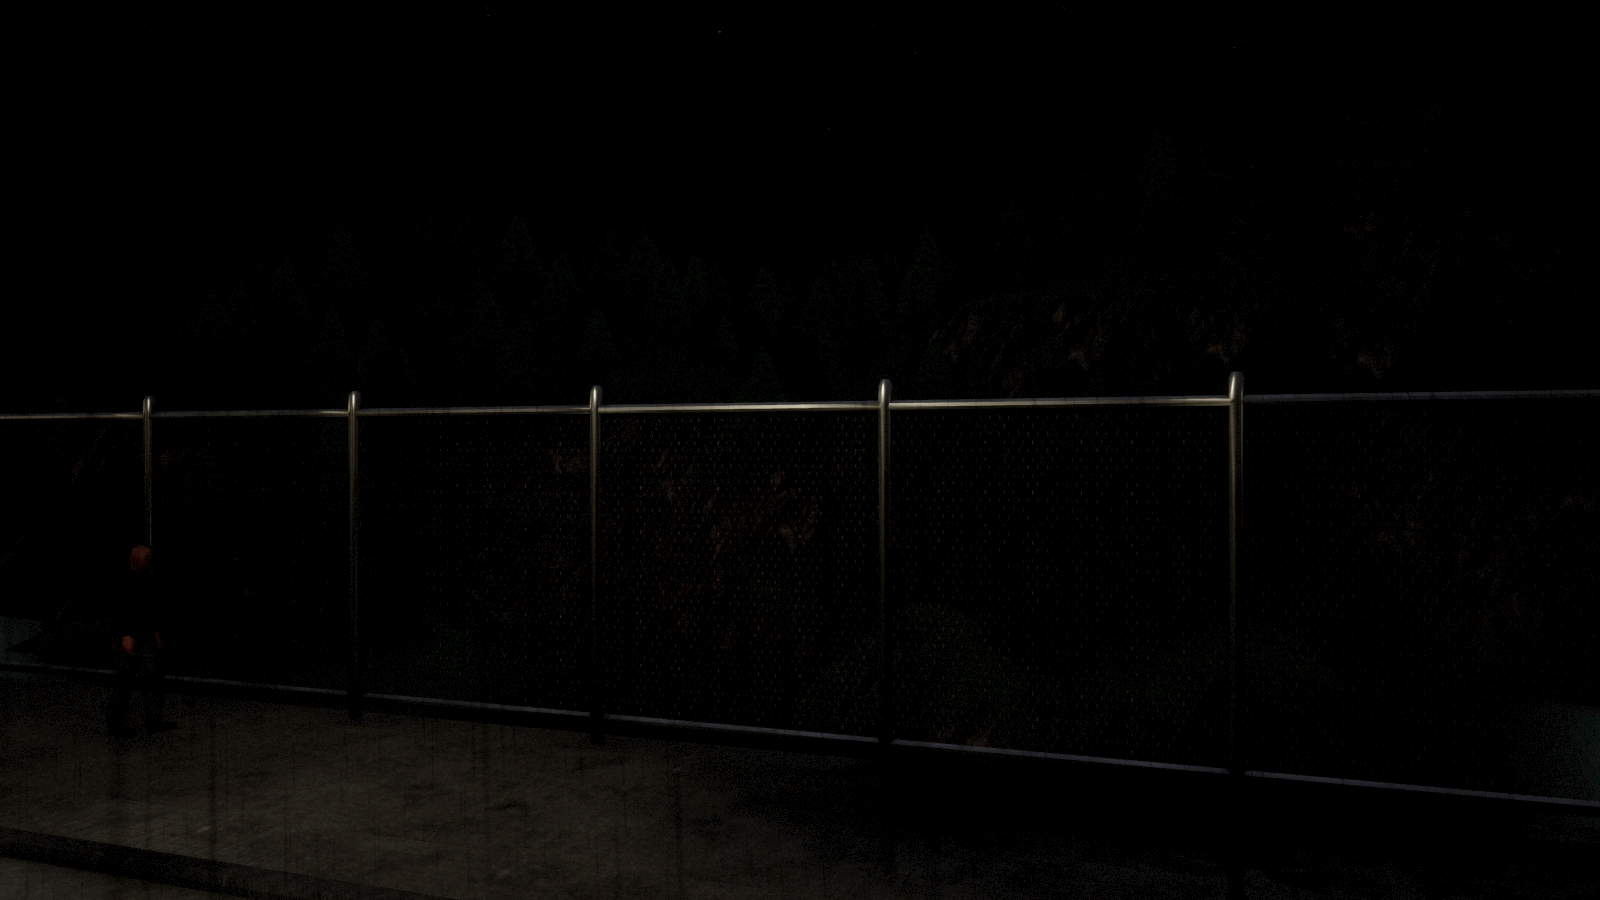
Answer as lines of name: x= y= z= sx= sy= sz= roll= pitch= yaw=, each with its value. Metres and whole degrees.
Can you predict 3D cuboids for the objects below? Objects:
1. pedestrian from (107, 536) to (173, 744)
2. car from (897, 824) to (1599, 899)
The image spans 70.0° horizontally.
pedestrian: x=-6.125 y=1.748 z=10.615 sx=0.375 sy=1.860 sz=0.375 roll=0 pitch=0 yaw=11
car: x=2.502 y=2.155 z=2.904 sx=4.718 sy=1.301 sz=1.895 roll=0 pitch=0 yaw=20
